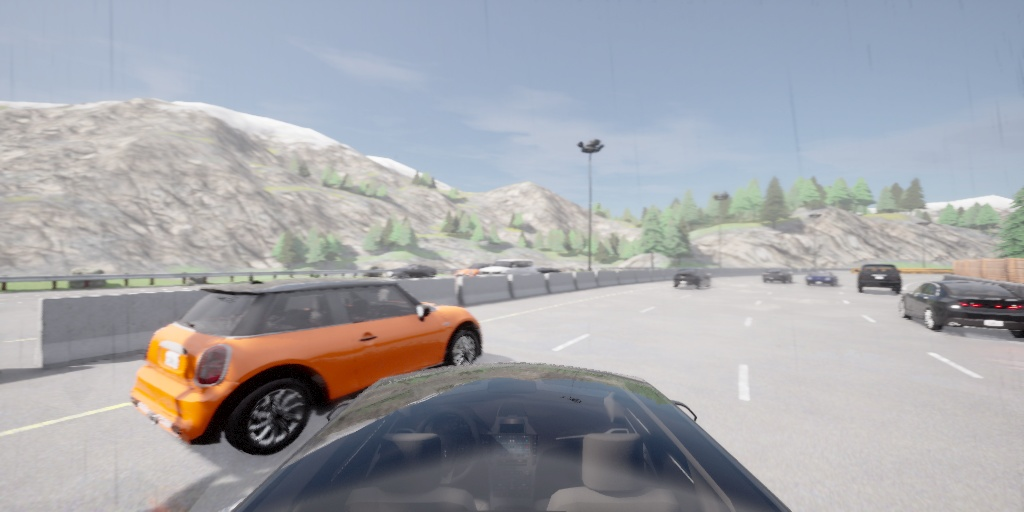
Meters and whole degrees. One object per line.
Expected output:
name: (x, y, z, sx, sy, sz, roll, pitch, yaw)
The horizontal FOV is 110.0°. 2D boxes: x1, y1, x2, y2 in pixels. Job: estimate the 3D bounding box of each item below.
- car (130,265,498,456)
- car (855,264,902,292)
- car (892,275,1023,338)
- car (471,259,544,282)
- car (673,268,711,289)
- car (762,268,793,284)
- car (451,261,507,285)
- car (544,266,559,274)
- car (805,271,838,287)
car: (-2.396, 1.111, 5.496, 2.097, 1.767, 4.553, 0, -1, 31)
car: (26.504, 1.584, 25.972, 2.150, 2.045, 5.566, 0, -1, 44)
car: (14.217, 1.549, 11.467, 1.837, 1.490, 4.892, 0, 0, 36)
car: (-0.212, 1.243, 27.505, 2.150, 2.045, 5.566, 0, -1, 38)
car: (14.153, 1.723, 28.056, 1.837, 1.490, 4.892, 0, -1, 41)
car: (26.556, 1.958, 35.840, 4.902, 1.511, 2.128, 1, -1, -43)
car: (-2.670, 1.367, 29.987, 2.097, 1.767, 4.553, 0, -1, 38)
car: (3.542, 1.834, 42.692, 1.895, 1.301, 4.718, 0, -1, 43)
car: (28.307, 2.057, 32.697, 4.718, 1.301, 1.895, 1, -1, -43)
